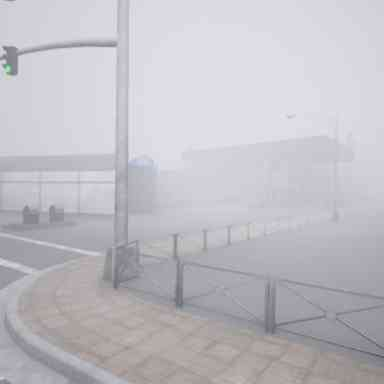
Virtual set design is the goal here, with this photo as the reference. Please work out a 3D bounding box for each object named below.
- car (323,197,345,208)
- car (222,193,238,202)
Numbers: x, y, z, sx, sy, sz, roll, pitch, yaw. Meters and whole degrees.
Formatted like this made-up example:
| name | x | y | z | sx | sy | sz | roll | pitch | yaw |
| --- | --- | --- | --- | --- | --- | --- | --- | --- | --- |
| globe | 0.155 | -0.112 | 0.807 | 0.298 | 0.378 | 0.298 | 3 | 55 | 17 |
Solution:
| name | x | y | z | sx | sy | sz | roll | pitch | yaw |
| --- | --- | --- | --- | --- | --- | --- | --- | --- | --- |
| car | 19.364 | 1.427 | 45.302 | 1.994 | 1.385 | 4.181 | 1 | 0 | 37 |
| car | 6.882 | 1.068 | 63.276 | 2.242 | 1.667 | 4.611 | 1 | 1 | 36 |
